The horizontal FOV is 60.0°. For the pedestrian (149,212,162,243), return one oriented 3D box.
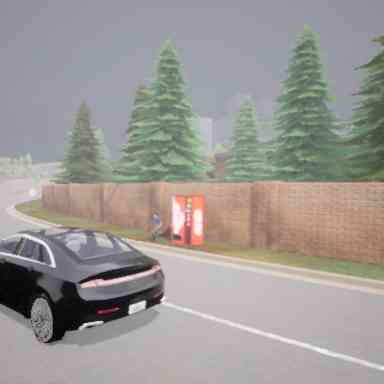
[{"bbox_3d":[-1.379,1.324,13.024,0.375,1.300,0.375,1,0,42],"label":"pedestrian"}]

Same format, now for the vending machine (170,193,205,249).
[{"bbox_3d":[-0.175,1.114,13.247,0.880,2.100,1.100,1,0,42],"label":"vending machine"}]

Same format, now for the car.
[{"bbox_3d":[-2.654,1.419,6.356,4.902,1.511,2.128,1,0,40],"label":"car"}]
